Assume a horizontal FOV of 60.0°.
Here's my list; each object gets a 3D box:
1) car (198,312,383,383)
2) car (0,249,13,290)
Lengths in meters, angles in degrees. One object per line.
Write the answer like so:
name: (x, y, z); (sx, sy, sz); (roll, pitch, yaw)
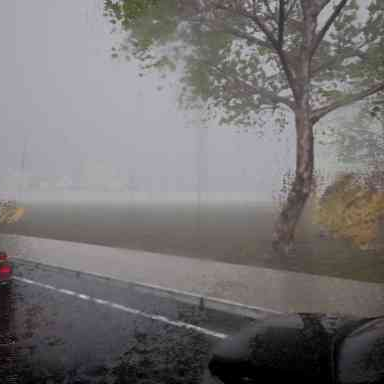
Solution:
car: (2.283, 1.501, 2.055); (4.892, 1.490, 1.837); (0, 0, 35)
car: (-6.034, 1.570, 7.853); (4.674, 1.442, 1.812); (0, 0, 35)
